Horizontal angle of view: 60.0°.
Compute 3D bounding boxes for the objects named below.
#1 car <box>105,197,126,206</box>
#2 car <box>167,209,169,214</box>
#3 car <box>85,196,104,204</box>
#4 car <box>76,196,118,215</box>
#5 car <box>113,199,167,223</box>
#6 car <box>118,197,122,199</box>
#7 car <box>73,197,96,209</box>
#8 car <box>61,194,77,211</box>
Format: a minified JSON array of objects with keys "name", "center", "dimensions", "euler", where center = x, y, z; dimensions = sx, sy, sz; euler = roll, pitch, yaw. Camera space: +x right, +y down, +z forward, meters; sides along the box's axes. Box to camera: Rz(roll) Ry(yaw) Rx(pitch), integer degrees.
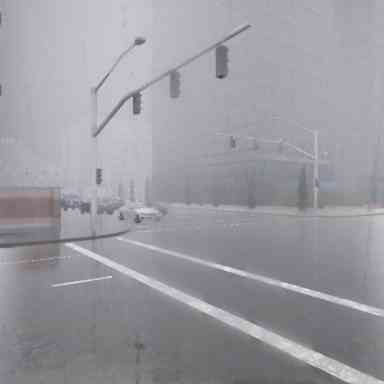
[{"name":"car","center":[-13.067,1.522,56.484],"dimensions":[1.812,1.442,4.674],"euler":[0,0,-36]},{"name":"car","center":[-4.310,1.545,31.884],"dimensions":[2.033,1.411,5.357],"euler":[0,0,-36]},{"name":"car","center":[-19.032,1.487,64.819],"dimensions":[2.128,1.511,4.902],"euler":[0,0,-36]},{"name":"car","center":[-9.531,1.350,33.169],"dimensions":[2.097,1.767,4.553],"euler":[0,0,-36]},{"name":"car","center":[-4.107,1.523,25.591],"dimensions":[1.812,1.442,4.674],"euler":[0,0,-36]},{"name":"car","center":[-9.796,1.349,39.551],"dimensions":[2.097,1.767,4.553],"euler":[0,0,-36]},{"name":"car","center":[-15.424,1.523,47.434],"dimensions":[1.812,1.442,4.674],"euler":[0,0,-35]},{"name":"car","center":[-15.130,1.219,40.990],"dimensions":[2.150,2.045,5.566],"euler":[0,0,-36]}]
